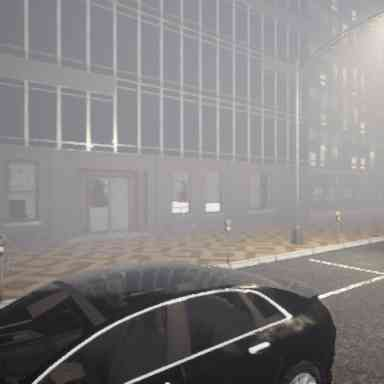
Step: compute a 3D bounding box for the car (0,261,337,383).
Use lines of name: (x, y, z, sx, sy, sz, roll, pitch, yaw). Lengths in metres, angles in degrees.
car: (-0.700, 1.501, 2.879, 4.892, 1.490, 1.837, 0, 0, -36)
